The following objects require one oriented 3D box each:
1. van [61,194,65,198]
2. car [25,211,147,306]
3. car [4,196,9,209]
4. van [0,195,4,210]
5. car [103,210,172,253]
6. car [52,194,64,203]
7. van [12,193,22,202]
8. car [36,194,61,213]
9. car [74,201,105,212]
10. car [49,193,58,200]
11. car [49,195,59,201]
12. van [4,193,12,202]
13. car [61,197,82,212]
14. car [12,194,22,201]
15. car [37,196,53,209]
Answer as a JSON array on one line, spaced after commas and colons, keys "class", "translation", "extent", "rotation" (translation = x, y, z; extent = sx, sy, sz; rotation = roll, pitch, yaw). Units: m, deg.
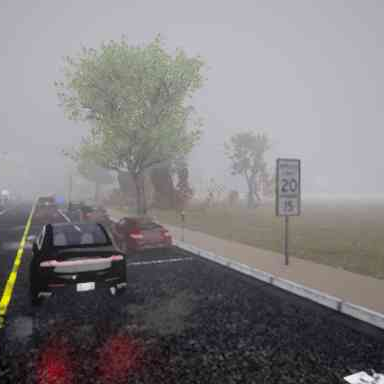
[{"class": "van", "translation": [-23.103, 1.171, 57.956], "extent": [1.690, 1.788, 3.998], "rotation": [-1, 1, -25]}, {"class": "car", "translation": [-2.908, 1.468, 8.134], "extent": [2.128, 1.511, 4.902], "rotation": [0, 0, -25]}, {"class": "car", "translation": [-23.229, 1.475, 39.441], "extent": [1.802, 1.307, 4.206], "rotation": [-1, 1, -25]}, {"class": "van", "translation": [-20.906, 1.248, 34.402], "extent": [1.690, 1.788, 3.998], "rotation": [-1, 1, -25]}, {"class": "car", "translation": [-2.074, 1.541, 12.735], "extent": [1.802, 1.307, 4.206], "rotation": [-1, 1, -25]}, {"class": "car", "translation": [-25.425, 1.255, 62.987], "extent": [1.967, 1.590, 4.097], "rotation": [-1, 1, -25]}, {"class": "van", "translation": [-37.187, 1.147, 69.659], "extent": [1.690, 1.788, 3.998], "rotation": [-1, 1, -25]}, {"class": "car", "translation": [-15.759, 1.247, 36.087], "extent": [2.097, 1.767, 4.553], "rotation": [0, 0, -24]}, {"class": "car", "translation": [-6.754, 1.511, 22.783], "extent": [1.802, 1.307, 4.206], "rotation": [-1, 1, -25]}, {"class": "car", "translation": [-34.718, 1.196, 83.111], "extent": [1.967, 1.590, 4.097], "rotation": [-1, 1, -25]}, {"class": "car", "translation": [-32.393, 1.337, 78.081], "extent": [1.947, 1.339, 4.313], "rotation": [-1, 1, -25]}, {"class": "van", "translation": [-25.558, 1.220, 44.475], "extent": [1.690, 1.788, 3.998], "rotation": [-1, 1, -25]}, {"class": "car", "translation": [-11.484, 1.452, 32.805], "extent": [2.008, 1.369, 4.403], "rotation": [-1, 1, -25]}, {"class": "car", "translation": [-41.837, 1.321, 79.735], "extent": [1.887, 1.381, 4.507], "rotation": [-1, 1, -25]}, {"class": "car", "translation": [-20.112, 1.346, 45.388], "extent": [1.882, 1.535, 5.008], "rotation": [0, 0, -25]}]
